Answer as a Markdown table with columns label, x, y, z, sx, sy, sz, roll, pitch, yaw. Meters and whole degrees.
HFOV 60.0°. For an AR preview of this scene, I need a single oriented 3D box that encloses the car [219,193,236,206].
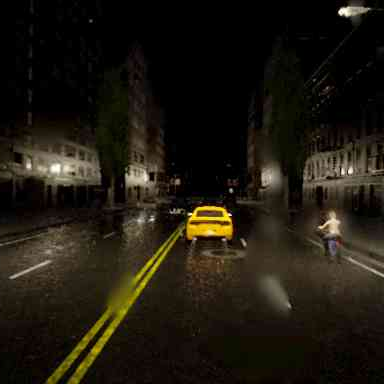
| label | x | y | z | sx | sy | sz | roll | pitch | yaw |
| --- | --- | --- | --- | --- | --- | --- | --- | --- | --- |
| car | 6.088 | 1.151 | 55.058 | 2.150 | 2.045 | 5.566 | 1 | -1 | 3 |

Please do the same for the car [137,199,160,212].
| label | x | y | z | sx | sy | sz | roll | pitch | yaw |
| --- | --- | --- | --- | --- | --- | --- | --- | --- | --- |
| car | -4.789 | 1.427 | 37.016 | 1.895 | 1.301 | 4.718 | 1 | 0 | 3 |

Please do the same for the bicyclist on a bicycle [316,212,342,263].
| label | x | y | z | sx | sy | sz | roll | pitch | yaw |
| --- | --- | --- | --- | --- | --- | --- | --- | --- | --- |
| bicyclist on a bicycle | 4.689 | 1.478 | 11.211 | 0.866 | 1.612 | 1.509 | 1 | 0 | 3 |

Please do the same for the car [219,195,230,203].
| label | x | y | z | sx | sy | sz | roll | pitch | yaw |
| --- | --- | --- | --- | --- | --- | --- | --- | --- | --- |
| car | 6.771 | 1.427 | 70.540 | 2.128 | 1.511 | 4.902 | 1 | 0 | 3 |

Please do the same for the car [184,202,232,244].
| label | x | y | z | sx | sy | sz | roll | pitch | yaw |
| --- | --- | --- | --- | --- | --- | --- | --- | --- | --- |
| car | 0.833 | 1.449 | 15.739 | 1.882 | 1.535 | 5.008 | 1 | 0 | 3 |

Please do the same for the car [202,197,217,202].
| label | x | y | z | sx | sy | sz | roll | pitch | yaw |
| --- | --- | --- | --- | --- | --- | --- | --- | --- | --- |
| car | 2.339 | 1.388 | 45.380 | 1.882 | 1.535 | 5.008 | 1 | 0 | 3 |

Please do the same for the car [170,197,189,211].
| label | x | y | z | sx | sy | sz | roll | pitch | yaw |
| --- | --- | --- | --- | --- | --- | --- | --- | --- | --- |
| car | -1.409 | 1.348 | 39.385 | 1.882 | 1.535 | 5.008 | 1 | 0 | 3 |
